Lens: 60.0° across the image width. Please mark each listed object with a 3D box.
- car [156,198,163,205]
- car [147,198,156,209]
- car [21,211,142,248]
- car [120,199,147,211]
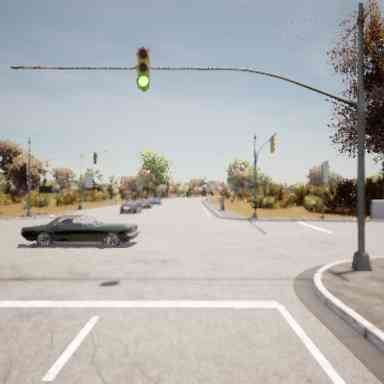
[{"bbox_3d":[-6.977,1.863,65.123,1.812,1.442,4.674,0,0,0],"label":"car"},{"bbox_3d":[-7.071,1.751,50.030,2.128,1.511,4.902,0,0,0],"label":"car"},{"bbox_3d":[-4.750,1.678,14.645,4.718,1.301,1.895,0,0,3],"label":"car"},{"bbox_3d":[-7.031,1.692,38.720,2.128,1.511,4.902,0,0,3],"label":"car"}]
